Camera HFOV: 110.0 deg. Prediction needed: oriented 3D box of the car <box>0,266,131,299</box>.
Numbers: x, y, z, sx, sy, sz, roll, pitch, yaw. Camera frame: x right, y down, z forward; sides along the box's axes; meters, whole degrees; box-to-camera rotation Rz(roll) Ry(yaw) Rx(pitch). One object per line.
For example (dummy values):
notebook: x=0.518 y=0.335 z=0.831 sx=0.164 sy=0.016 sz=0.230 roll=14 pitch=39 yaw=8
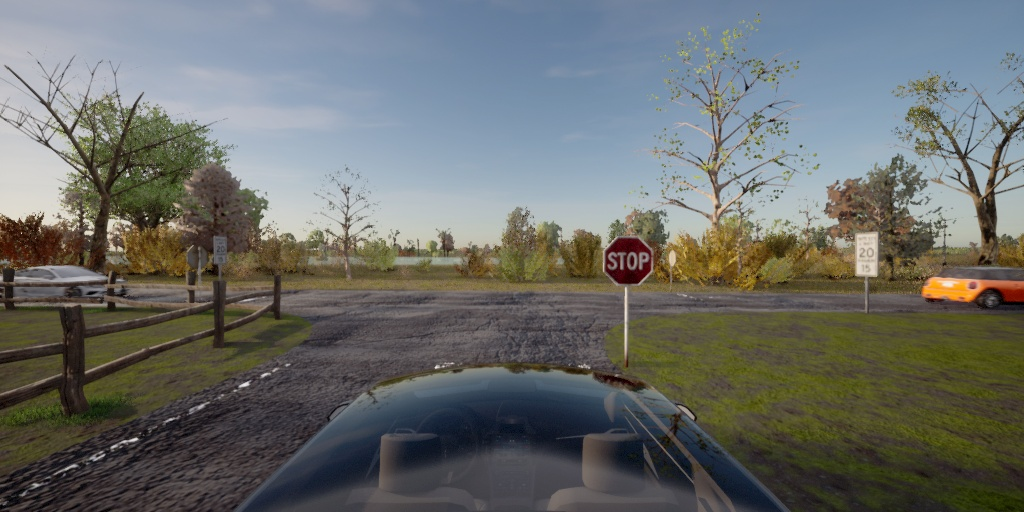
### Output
car: x=-19.309 y=1.162 z=15.398 sx=4.674 sy=1.442 sz=1.812 roll=1 pitch=0 yaw=0

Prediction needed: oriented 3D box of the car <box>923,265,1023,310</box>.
car: x=20.714 y=1.268 z=15.297 sx=4.553 sy=1.767 sz=2.097 roll=0 pitch=0 yaw=0
